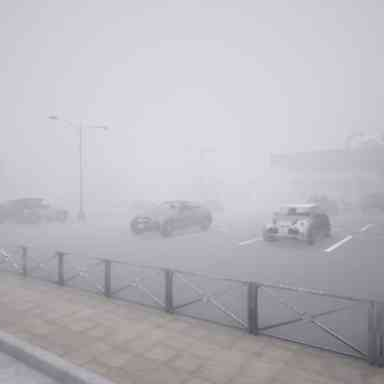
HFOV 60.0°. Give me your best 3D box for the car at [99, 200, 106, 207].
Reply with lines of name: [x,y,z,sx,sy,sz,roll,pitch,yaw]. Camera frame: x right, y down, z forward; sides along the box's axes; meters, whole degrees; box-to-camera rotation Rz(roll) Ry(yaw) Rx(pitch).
car: [-14.119,1.890,58.375,2.007,1.523,4.514,-1,0,35]

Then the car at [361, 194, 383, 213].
car: [18.867,1.116,34.508,1.905,1.878,3.866,-1,0,35]

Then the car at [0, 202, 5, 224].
car: [-14.001,1.434,26.274,1.932,1.855,4.605,-1,0,35]

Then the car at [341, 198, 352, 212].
car: [16.505,1.441,36.920,1.970,1.475,3.806,-1,0,35]

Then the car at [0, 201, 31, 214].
car: [-22.397,1.911,41.437,1.970,1.475,3.806,-1,0,35]

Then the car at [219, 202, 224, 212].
car: [1.879,1.541,37.725,2.007,1.523,4.514,-1,0,35]

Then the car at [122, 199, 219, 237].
car: [-0.930,1.293,17.567,2.152,1.636,5.027,-1,0,35]

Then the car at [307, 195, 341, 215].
car: [11.649,1.184,29.969,1.932,1.855,4.605,-1,0,35]

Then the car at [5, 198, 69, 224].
car: [-11.388,1.377,24.937,1.905,1.878,3.866,-1,0,35]

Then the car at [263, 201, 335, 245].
car: [4.503,1.291,14.135,1.970,1.475,3.806,-1,0,35]

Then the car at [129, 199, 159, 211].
car: [-6.264,1.688,43.515,1.845,1.501,3.633,-1,0,35]

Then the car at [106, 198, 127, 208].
car: [-11.525,1.841,56.611,2.152,1.636,5.027,-1,0,35]
